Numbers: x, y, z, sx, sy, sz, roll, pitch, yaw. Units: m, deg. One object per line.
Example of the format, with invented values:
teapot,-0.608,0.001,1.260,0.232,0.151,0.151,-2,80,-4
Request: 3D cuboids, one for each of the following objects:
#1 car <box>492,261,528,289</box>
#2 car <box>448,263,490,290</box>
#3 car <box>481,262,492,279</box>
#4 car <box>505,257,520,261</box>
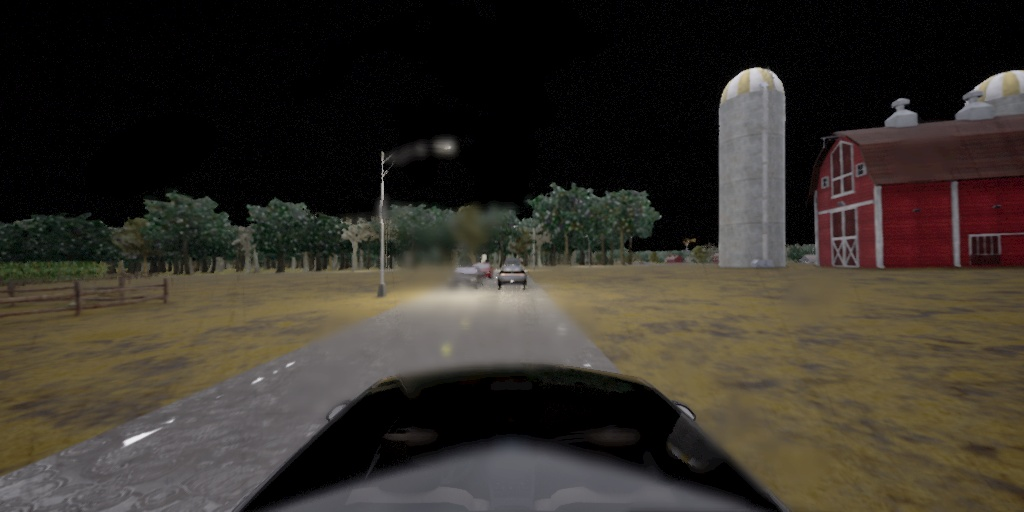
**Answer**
car,0.032,1.307,23.731,2.128,1.511,4.902,0,0,0
car,-2.769,1.360,23.079,2.033,1.411,5.357,0,0,1
car,-2.795,1.354,34.156,1.882,1.535,5.008,0,0,0
car,0.078,1.194,44.319,2.150,2.045,5.566,0,-1,0
